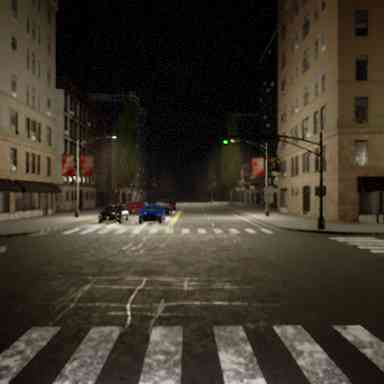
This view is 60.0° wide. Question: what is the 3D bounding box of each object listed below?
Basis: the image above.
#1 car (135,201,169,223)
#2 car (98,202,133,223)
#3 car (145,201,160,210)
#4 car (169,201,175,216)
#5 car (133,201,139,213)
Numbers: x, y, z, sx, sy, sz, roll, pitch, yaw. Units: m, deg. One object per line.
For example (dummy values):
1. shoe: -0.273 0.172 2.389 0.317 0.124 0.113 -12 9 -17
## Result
1. car: -3.342 1.784 28.417 1.882 1.535 5.008 0 -1 0
2. car: -6.592 1.811 28.424 1.837 1.490 4.892 0 -1 0
3. car: -6.551 2.159 55.696 1.994 1.385 4.181 0 -1 1
4. car: -3.341 2.008 37.950 1.895 1.301 4.718 0 -1 0
5. car: -6.587 1.908 40.080 1.882 1.535 5.008 0 0 0
